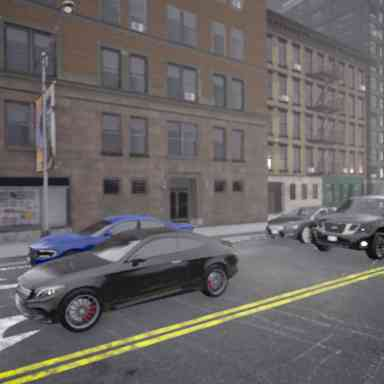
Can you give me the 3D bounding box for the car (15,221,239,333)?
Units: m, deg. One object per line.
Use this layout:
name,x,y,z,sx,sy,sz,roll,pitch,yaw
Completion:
car,-1.037,1.511,6.927,4.674,1.442,1.812,0,0,-37

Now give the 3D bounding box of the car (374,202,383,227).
car,14.035,1.397,21.659,4.892,1.490,1.837,0,0,-35

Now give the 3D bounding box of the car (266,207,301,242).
car,5.544,1.429,15.603,4.902,1.511,2.128,0,0,-35

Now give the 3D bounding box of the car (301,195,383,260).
car,6.864,1.162,12.556,5.566,2.045,2.150,0,0,-36

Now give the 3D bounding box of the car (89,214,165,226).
car,-2.193,1.459,10.084,5.008,1.535,1.882,0,0,-35
